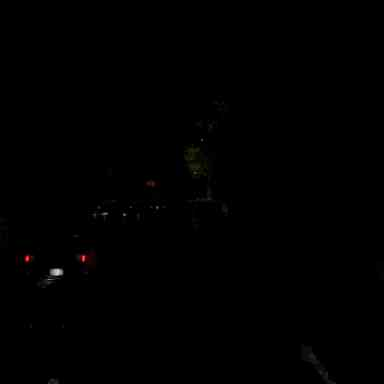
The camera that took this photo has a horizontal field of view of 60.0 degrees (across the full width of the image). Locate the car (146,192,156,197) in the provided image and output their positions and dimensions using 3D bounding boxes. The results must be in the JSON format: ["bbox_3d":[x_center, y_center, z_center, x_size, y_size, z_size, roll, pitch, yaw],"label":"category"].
[{"bbox_3d":[-9.752,0.875,79.179,2.150,2.045,5.566,0,0,0],"label":"car"}]

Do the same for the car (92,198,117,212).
[{"bbox_3d":[-9.845,1.413,37.635,2.128,1.511,4.902,0,0,0],"label":"car"}]

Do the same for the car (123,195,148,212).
[{"bbox_3d":[-6.594,1.426,38.004,1.837,1.490,4.892,0,0,0],"label":"car"}]

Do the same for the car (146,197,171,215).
[{"bbox_3d":[-3.149,1.474,32.874,2.033,1.411,5.357,0,0,0],"label":"car"}]

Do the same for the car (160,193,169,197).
[{"bbox_3d":[-6.502,1.005,79.239,2.097,1.767,4.553,0,0,0],"label":"car"}]

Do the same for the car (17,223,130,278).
[{"bbox_3d":[-3.150,1.568,9.978,1.895,1.301,4.718,0,0,0],"label":"car"}]
